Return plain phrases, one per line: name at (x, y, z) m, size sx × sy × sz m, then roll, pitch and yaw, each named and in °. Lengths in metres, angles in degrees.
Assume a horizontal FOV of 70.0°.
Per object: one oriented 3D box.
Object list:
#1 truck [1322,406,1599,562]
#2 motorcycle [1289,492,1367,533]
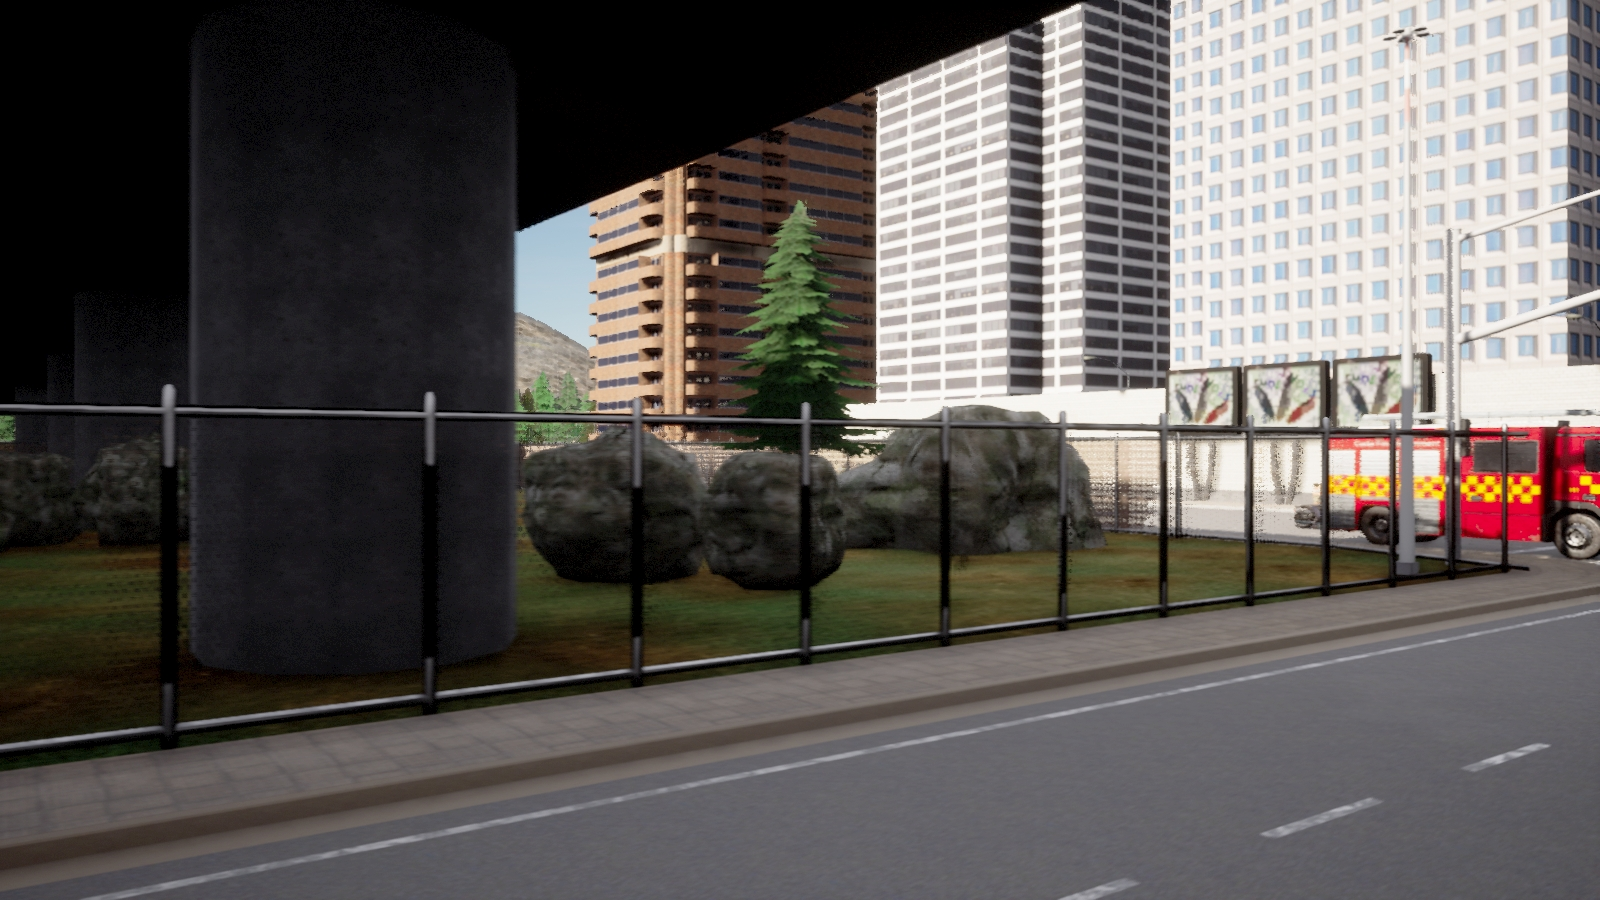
truck at (19.074, 0.839, 31.185) m, size 2.891 × 3.827 × 8.468 m, roll 0°, pitch 0°, yaw -35°
motorcycle at (18.075, 2.116, 39.168) m, size 0.764 × 1.277 × 2.356 m, roll 0°, pitch 0°, yaw -35°
